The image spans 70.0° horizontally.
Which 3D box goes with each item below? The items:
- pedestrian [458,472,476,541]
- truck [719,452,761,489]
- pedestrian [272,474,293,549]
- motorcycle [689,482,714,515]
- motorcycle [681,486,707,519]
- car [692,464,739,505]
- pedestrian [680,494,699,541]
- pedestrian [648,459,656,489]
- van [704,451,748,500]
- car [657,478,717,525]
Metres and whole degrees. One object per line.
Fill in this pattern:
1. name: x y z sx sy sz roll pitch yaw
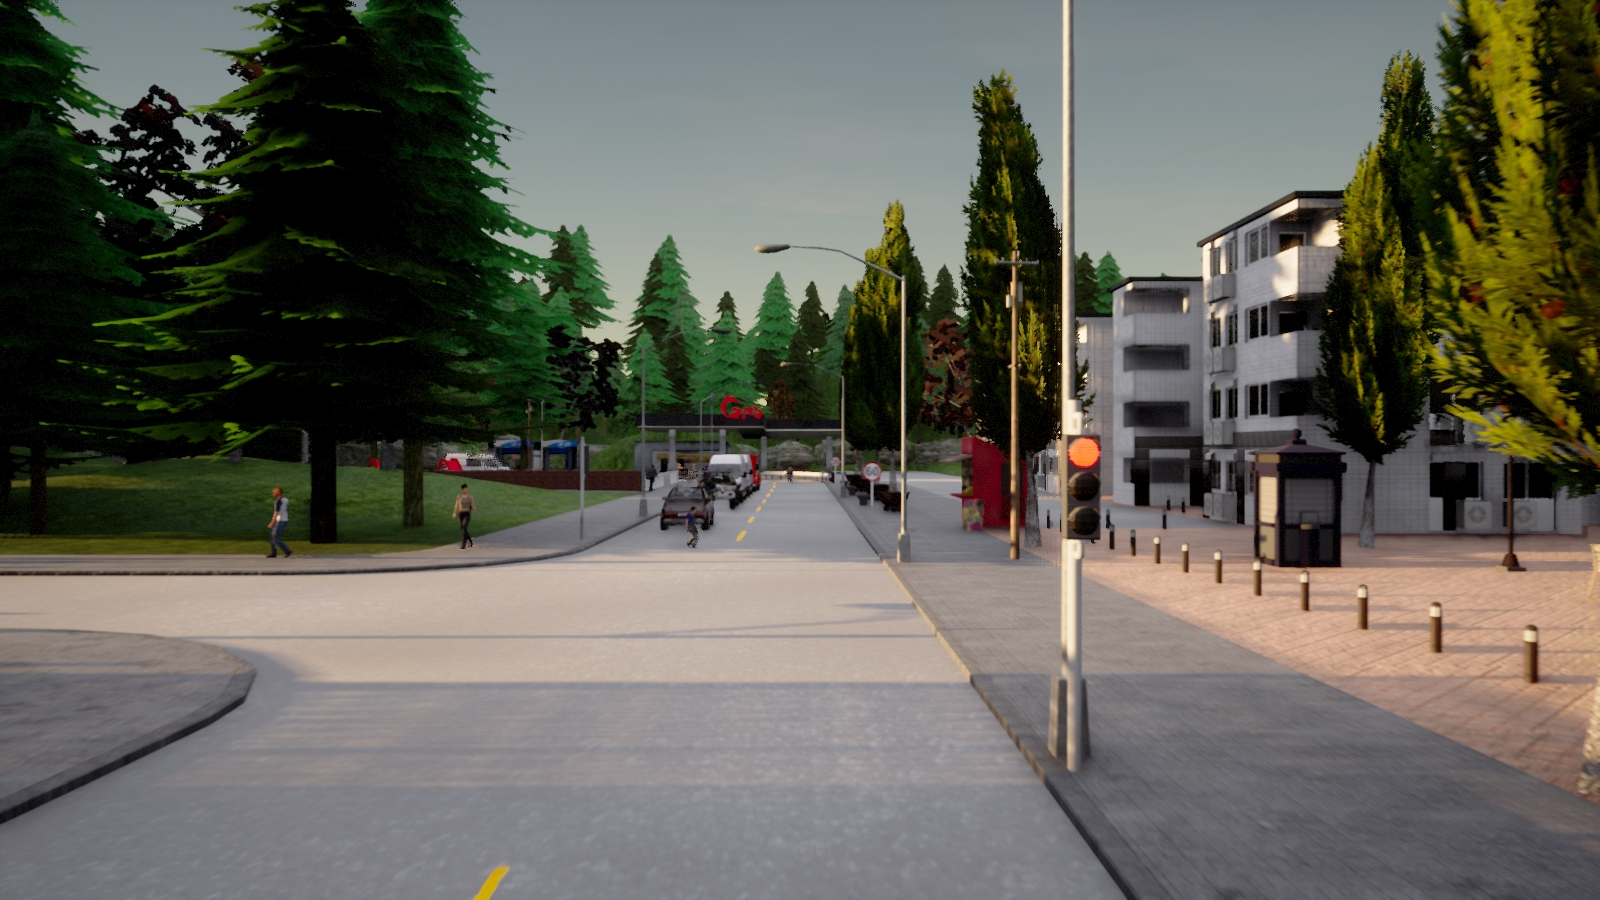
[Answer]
1. pedestrian: -9.078 1.526 31.117 0.375 1.860 0.375 0 0 0
2. truck: -4.015 1.348 77.473 2.627 2.467 5.204 0 0 -1
3. pedestrian: -12.872 1.524 28.415 0.375 1.860 0.375 0 0 -8
4. motorcycle: -3.989 1.962 46.475 0.856 1.236 1.805 0 0 0
5. motorcycle: -4.019 1.993 43.416 0.803 1.145 2.033 0 0 0
6. car: -4.047 1.644 55.308 1.932 1.855 4.605 0 0 0
7. pedestrian: -3.142 1.909 32.484 0.375 1.300 0.375 0 0 24
8. pedestrian: -9.348 1.525 72.166 0.375 1.860 0.375 0 0 18
9. van: -3.993 1.315 62.375 1.988 2.561 5.915 0 0 0
10. car: -4.001 1.807 40.901 1.789 1.549 3.705 0 0 0
